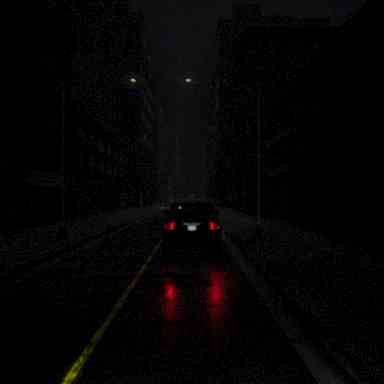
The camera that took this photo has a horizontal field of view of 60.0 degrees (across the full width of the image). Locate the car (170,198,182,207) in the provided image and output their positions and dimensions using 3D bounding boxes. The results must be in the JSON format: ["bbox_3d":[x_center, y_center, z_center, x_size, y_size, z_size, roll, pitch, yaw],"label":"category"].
[{"bbox_3d":[-3.030,2.013,63.740,1.882,1.535,5.008,0,0,1],"label":"car"}]

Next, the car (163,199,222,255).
[{"bbox_3d":[0.003,1.344,14.024,2.150,2.045,5.566,0,0,0],"label":"car"}]

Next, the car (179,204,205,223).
[{"bbox_3d":[0.006,1.806,28.986,2.033,1.411,5.357,0,0,0],"label":"car"}]
